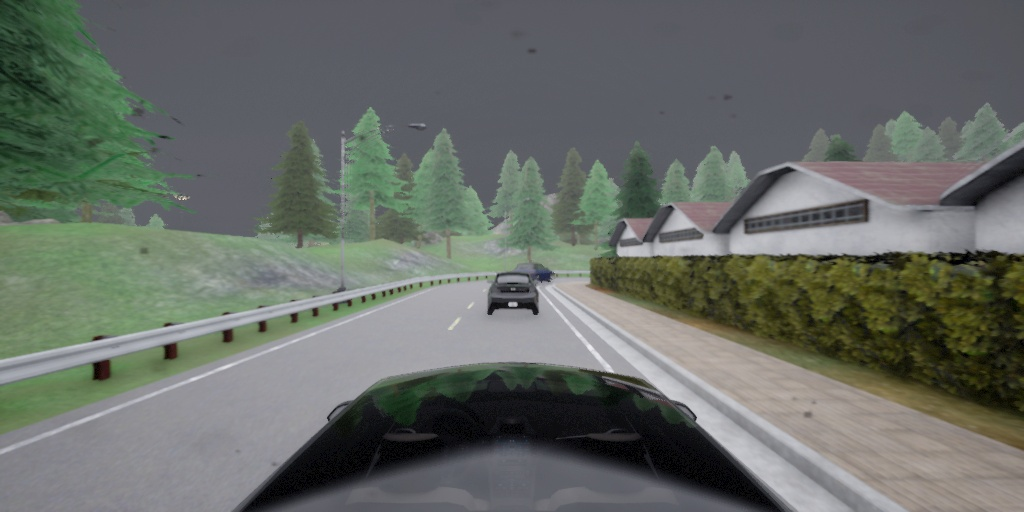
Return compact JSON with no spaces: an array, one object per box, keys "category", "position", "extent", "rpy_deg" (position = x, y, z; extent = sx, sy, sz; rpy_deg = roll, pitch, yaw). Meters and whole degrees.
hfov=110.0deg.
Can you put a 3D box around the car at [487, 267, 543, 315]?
[{"category":"car","position":[0.052,1.362,14.246],"extent":[1.837,1.490,4.892],"rpy_deg":[0,0,1]}]

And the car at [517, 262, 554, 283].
[{"category":"car","position":[1.739,1.318,28.609],"extent":[2.097,1.767,4.553],"rpy_deg":[0,0,26]}]
